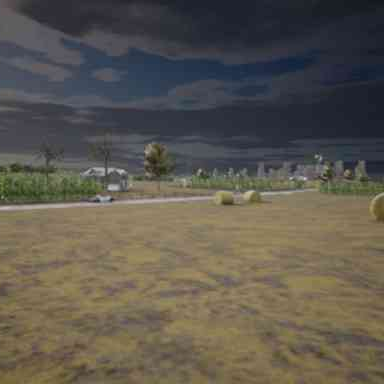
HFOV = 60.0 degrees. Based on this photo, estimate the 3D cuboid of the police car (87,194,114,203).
[{"bbox_3d":[-16.352,1.153,59.344,2.038,1.542,4.974,3,2,36],"label":"police car"}]
